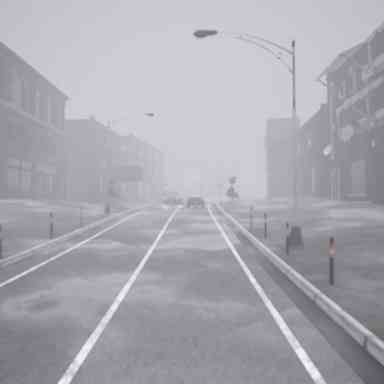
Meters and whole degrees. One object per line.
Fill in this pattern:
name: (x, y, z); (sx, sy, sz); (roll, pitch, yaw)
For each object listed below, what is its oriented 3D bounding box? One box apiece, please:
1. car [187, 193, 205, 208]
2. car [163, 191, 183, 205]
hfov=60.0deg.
car: (0.444, 0.889, 36.058); (1.812, 1.442, 4.674); (0, 0, 2)
car: (-2.353, 0.708, 42.047); (2.097, 1.767, 4.553); (0, 0, 5)
